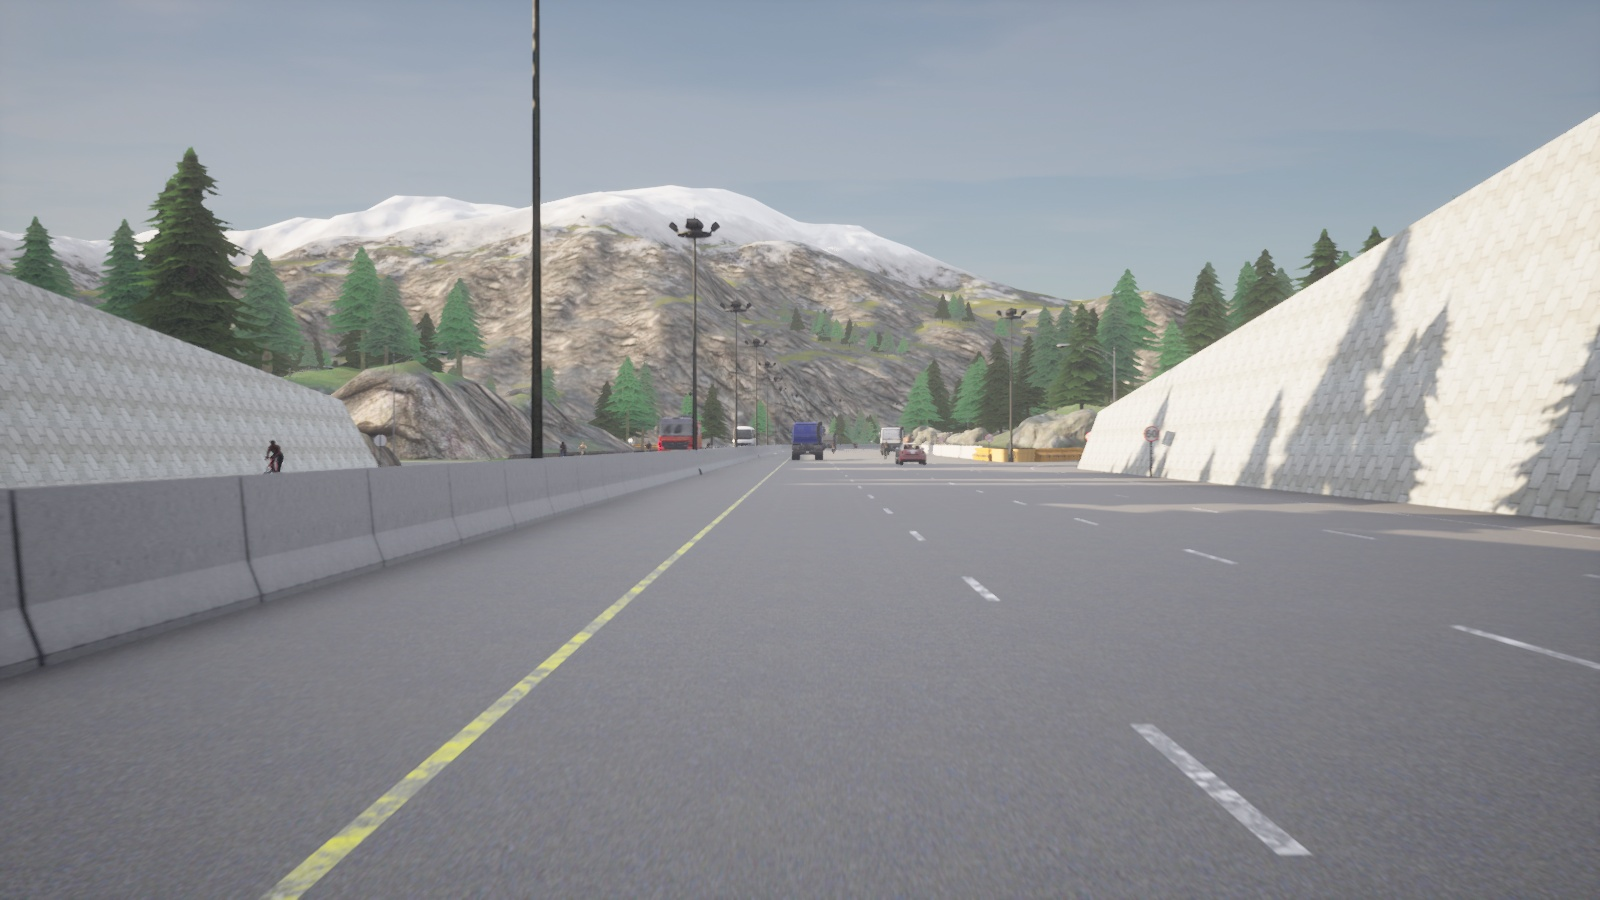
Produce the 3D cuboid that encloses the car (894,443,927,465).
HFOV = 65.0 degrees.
[{"bbox_3d":[7.510,0.235,85.607,1.970,1.475,3.806,0,0,0],"label":"car"}]
